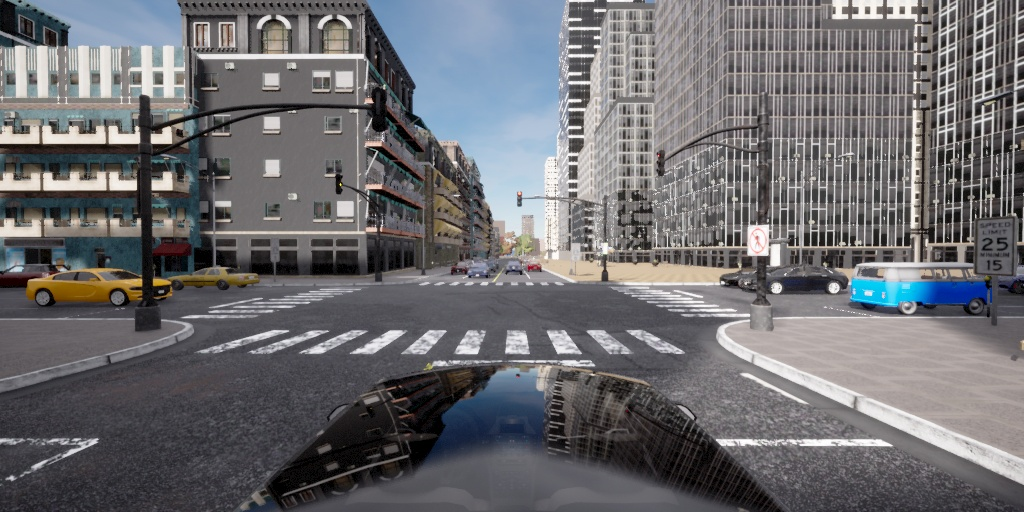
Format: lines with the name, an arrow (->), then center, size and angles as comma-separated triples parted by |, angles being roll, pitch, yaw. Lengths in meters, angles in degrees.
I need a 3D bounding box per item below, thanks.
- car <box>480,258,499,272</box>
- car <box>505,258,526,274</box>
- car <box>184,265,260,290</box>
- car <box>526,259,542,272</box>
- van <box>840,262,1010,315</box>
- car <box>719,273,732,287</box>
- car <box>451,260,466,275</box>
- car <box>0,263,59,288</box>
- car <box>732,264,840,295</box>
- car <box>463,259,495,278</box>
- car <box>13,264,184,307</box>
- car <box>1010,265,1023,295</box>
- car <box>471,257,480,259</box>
car -> -2.981, 1.309, 44.003 | 1.994, 1.385, 4.181 | 0, 0, 0
car -> 0.196, 1.292, 40.482 | 2.033, 1.411, 5.357 | 0, 0, 0
car -> -17.829, 1.247, 21.371 | 4.829, 1.417, 1.751 | 0, 0, 0
car -> 2.777, 1.290, 45.103 | 1.888, 1.381, 4.507 | 0, 0, 0
van -> 14.719, 1.117, 12.953 | 3.998, 1.789, 1.690 | 0, 0, 0
car -> 14.730, 1.216, 21.334 | 4.313, 1.339, 1.948 | 0, 0, 0
car -> -5.587, 1.290, 39.420 | 1.888, 1.381, 4.507 | 0, 0, 0
car -> -28.727, 1.190, 21.384 | 4.097, 1.591, 1.967 | 0, 0, 0
car -> 14.639, 1.194, 18.732 | 4.892, 1.490, 1.837 | 0, 1, 0
car -> -3.011, 1.292, 33.970 | 2.033, 1.411, 5.357 | 0, 0, 0
car -> -17.726, 1.287, 15.567 | 5.008, 1.535, 1.882 | 0, 1, 0
car -> 26.776, 1.192, 18.716 | 4.674, 1.442, 1.812 | 0, 1, 0
car -> -5.571, 1.184, 45.069 | 1.967, 1.591, 4.097 | 0, 0, 0
